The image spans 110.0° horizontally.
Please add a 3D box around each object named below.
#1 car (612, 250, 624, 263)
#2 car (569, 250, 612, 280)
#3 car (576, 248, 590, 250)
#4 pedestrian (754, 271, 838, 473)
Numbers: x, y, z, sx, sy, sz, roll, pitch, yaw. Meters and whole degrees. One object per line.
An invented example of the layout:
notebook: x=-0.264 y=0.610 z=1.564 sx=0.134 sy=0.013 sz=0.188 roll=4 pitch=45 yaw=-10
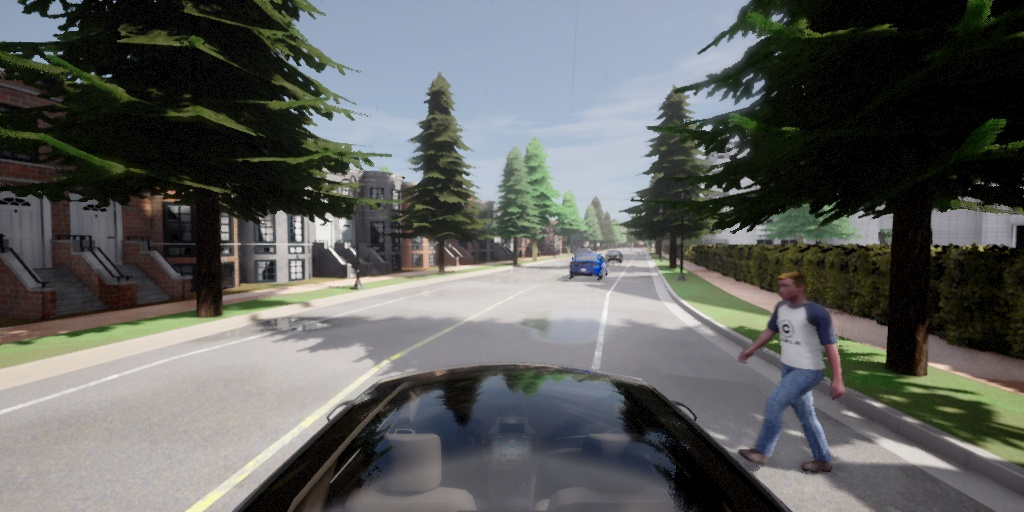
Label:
car: x=11.872 y=0.054 z=41.592 sx=2.033 sy=1.411 sz=5.357 roll=1 pitch=2 yaw=20
car: x=4.908 y=0.574 z=22.582 sx=1.882 sy=1.535 sz=5.008 roll=1 pitch=2 yaw=21
car: x=8.404 y=-0.186 z=42.804 sx=2.097 sy=1.767 sz=4.553 roll=1 pitch=2 yaw=20
pedestrian: x=2.514 y=1.000 z=3.199 sx=0.375 sy=1.860 sz=0.375 roll=0 pitch=2 yaw=3
